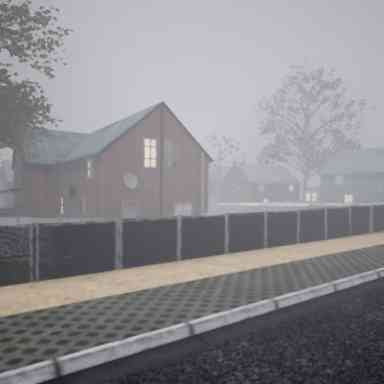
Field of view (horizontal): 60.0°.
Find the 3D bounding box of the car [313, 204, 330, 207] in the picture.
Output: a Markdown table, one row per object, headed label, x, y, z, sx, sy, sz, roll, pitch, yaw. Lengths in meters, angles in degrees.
| label | x | y | z | sx | sy | sz | roll | pitch | yaw |
| --- | --- | --- | --- | --- | --- | --- | --- | --- | --- |
| car | 11.233 | 1.822 | 27.951 | 1.882 | 1.535 | 5.008 | 1 | -2 | -35 |
